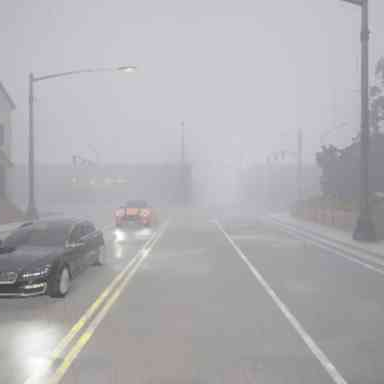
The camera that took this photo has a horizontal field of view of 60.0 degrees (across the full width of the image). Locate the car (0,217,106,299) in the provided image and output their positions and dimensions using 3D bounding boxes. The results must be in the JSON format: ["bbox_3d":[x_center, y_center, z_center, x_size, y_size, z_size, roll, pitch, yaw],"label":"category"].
[{"bbox_3d":[-3.594,1.470,8.519,1.837,1.490,4.892,0,0,0],"label":"car"}]

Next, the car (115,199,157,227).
[{"bbox_3d":[-3.550,1.261,21.715,2.097,1.767,4.553,0,0,1],"label":"car"}]
